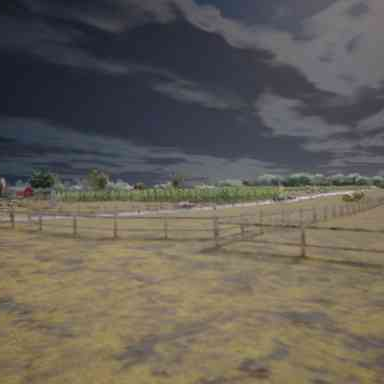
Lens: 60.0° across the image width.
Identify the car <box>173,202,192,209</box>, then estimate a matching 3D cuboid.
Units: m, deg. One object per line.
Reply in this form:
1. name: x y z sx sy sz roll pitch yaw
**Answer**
1. car: -1.808 2.591 64.429 1.812 1.442 4.674 -2 -1 36
